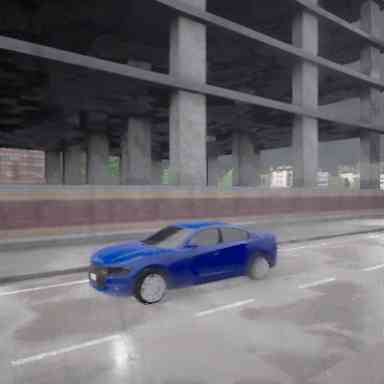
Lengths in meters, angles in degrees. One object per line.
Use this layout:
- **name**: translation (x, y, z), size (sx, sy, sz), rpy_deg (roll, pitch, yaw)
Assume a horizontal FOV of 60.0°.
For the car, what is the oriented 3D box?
- **car**: translation (0.010, 1.482, 8.292), size (5.008, 1.535, 1.882), rpy_deg (0, 0, -36)
